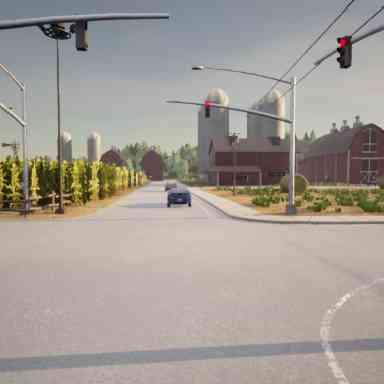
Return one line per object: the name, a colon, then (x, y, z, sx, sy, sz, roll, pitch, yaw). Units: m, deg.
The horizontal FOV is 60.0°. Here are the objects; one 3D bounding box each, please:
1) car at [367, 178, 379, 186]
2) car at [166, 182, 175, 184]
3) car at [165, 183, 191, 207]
car: (42.351, -2.351, 77.562, 1.905, 1.878, 3.866, 10, 10, 41)
car: (-3.353, -0.826, 52.862, 2.128, 1.511, 4.902, 0, 3, -5)
car: (-1.118, 0.339, 27.632, 1.882, 1.535, 5.008, 0, 3, -5)
